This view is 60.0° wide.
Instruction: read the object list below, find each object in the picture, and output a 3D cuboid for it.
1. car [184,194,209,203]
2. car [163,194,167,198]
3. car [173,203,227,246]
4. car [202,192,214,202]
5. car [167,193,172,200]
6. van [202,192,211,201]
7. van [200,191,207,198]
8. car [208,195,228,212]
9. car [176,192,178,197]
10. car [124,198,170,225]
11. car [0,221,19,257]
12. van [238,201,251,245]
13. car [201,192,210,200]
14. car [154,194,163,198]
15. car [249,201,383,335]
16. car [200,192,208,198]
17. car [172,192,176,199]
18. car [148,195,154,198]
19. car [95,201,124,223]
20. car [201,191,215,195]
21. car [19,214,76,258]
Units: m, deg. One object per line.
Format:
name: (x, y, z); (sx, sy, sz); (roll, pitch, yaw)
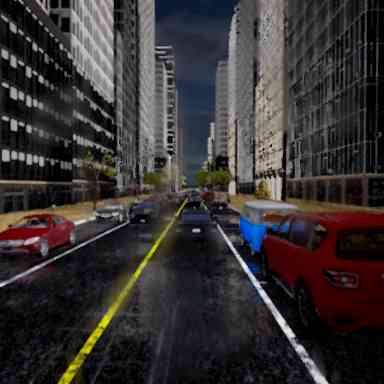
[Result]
car: (0.266, 1.247, 33.304); (2.128, 1.511, 4.902); (0, 0, 0)
car: (-5.438, 1.052, 52.097); (1.967, 1.590, 4.097); (0, 0, 0)
car: (0.169, 1.440, 14.655); (2.033, 1.411, 5.357); (0, 0, 0)
car: (2.999, 0.850, 63.421); (2.192, 1.841, 5.009); (0, 0, 0)
car: (-5.380, 1.054, 63.295); (1.752, 1.417, 4.829); (0, 0, 0)
van: (3.028, 0.834, 69.104); (1.690, 1.788, 3.998); (0, 0, 0)
van: (3.144, 0.663, 91.837); (1.690, 1.788, 3.998); (0, 0, 0)
car: (2.856, 1.296, 35.005); (2.008, 1.369, 4.403); (0, 0, 0)
car: (-5.263, 0.908, 86.199); (2.008, 1.369, 4.403); (0, 0, 0)
car: (-2.968, 1.376, 23.041); (2.033, 1.411, 5.357); (0, 0, 1)
car: (-5.671, 1.496, 6.631); (2.008, 1.369, 4.403); (0, 0, 0)
van: (2.738, 1.253, 12.270); (1.690, 1.788, 3.998); (0, 0, 0)
car: (3.058, 0.891, 74.788); (1.967, 1.590, 4.097); (0, 0, 0)
car: (-5.466, 1.236, 46.415); (1.802, 1.307, 4.206); (0, 0, 0)
car: (2.708, 1.268, 6.586); (2.192, 1.841, 5.009); (-1, 0, 0)
car: (3.116, 0.805, 86.155); (1.967, 1.590, 4.097); (0, 0, 0)
car: (-5.321, 1.009, 74.832); (1.947, 1.339, 4.313); (0, 0, 0)
car: (-5.525, 1.288, 35.048); (2.008, 1.369, 4.403); (0, 0, 0)
car: (-5.583, 1.372, 23.681); (2.008, 1.369, 4.403); (0, 0, 0)
car: (2.970, 0.892, 57.737); (2.192, 1.841, 5.009); (0, 0, 0)
car: (-5.641, 1.486, 12.315); (1.802, 1.307, 4.206); (0, 0, 0)
